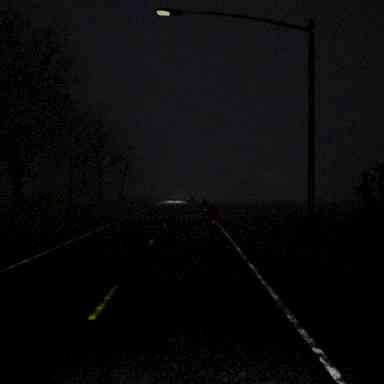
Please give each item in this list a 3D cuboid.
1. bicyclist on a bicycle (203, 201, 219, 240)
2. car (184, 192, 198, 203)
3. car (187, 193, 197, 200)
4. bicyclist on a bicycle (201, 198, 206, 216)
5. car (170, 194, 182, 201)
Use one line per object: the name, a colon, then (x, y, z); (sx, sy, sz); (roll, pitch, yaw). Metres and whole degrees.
bicyclist on a bicycle: (0.962, 1.352, 15.152); (0.582, 1.620, 1.656); (0, 0, 0)
car: (0.094, 1.158, 56.947); (2.033, 1.411, 5.357); (0, 0, 0)
car: (-0.009, 1.045, 73.641); (1.994, 1.385, 4.181); (0, 0, 0)
bicyclist on a bicycle: (0.962, 1.290, 24.304); (0.582, 1.620, 1.656); (0, 0, 0)
car: (-3.508, 1.129, 68.024); (1.895, 1.301, 4.718); (0, 0, 0)
